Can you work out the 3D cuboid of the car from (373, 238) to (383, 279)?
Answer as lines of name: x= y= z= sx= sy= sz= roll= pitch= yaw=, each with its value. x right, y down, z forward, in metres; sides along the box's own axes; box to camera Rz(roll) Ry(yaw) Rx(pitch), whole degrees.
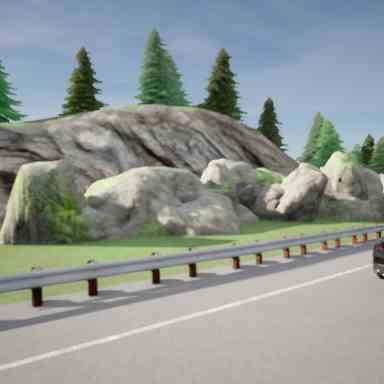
car: x=6.589 y=1.510 z=8.829 sx=4.892 sy=1.490 sz=1.837 roll=0 pitch=0 yaw=-38
